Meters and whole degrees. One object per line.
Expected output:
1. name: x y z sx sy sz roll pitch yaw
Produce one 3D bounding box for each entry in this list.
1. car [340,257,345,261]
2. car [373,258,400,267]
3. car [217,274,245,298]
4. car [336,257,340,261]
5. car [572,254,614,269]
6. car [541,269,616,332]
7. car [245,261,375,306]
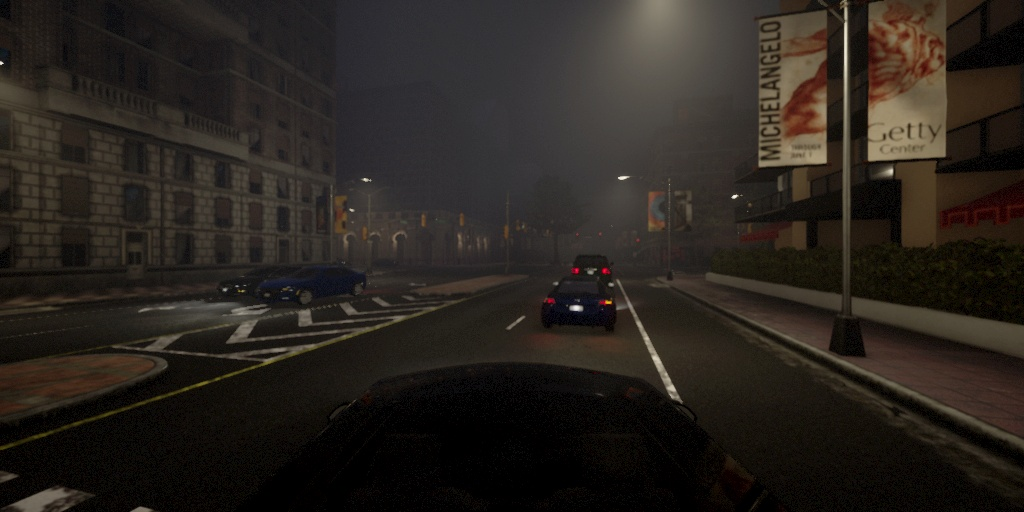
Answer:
1. car: -26.035 0.943 53.182 4.553 1.767 2.097 0 0 14
2. car: -21.358 1.117 59.418 5.357 1.411 2.033 0 0 14
3. car: -11.780 1.205 17.817 1.837 1.490 4.892 0 0 15
4. car: -26.947 1.105 49.798 4.892 1.490 1.837 0 0 14
5. car: 4.645 0.910 20.692 2.150 2.045 5.566 0 0 15
6. car: 2.147 1.284 10.998 1.994 1.385 4.181 0 0 15
7. car: -8.642 1.184 15.985 1.882 1.535 5.008 0 0 15
